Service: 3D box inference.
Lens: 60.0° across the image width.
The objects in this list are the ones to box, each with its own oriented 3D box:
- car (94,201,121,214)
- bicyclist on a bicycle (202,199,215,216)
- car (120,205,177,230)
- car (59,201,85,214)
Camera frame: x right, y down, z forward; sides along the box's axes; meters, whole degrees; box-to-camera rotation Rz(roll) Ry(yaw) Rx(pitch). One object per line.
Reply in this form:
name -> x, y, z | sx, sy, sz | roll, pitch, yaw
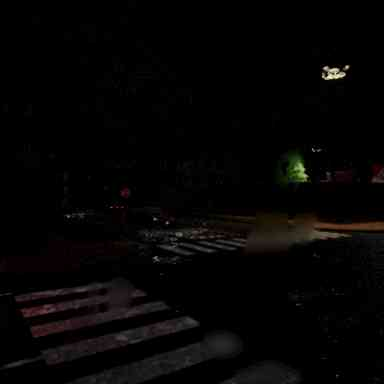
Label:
car -> -9.606, 1.711, 38.272 | 2.033, 1.411, 5.357 | 1, -1, -35
bicyclist on a bicycle -> 1.592, 1.503, 31.565 | 1.656, 1.620, 0.582 | 0, 0, -35
car -> -2.843, 1.633, 22.274 | 1.812, 1.442, 4.674 | 1, 0, -35
car -> -13.617, 1.697, 37.702 | 1.994, 1.385, 4.181 | 1, -1, -35
